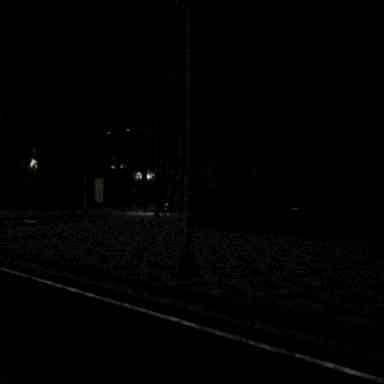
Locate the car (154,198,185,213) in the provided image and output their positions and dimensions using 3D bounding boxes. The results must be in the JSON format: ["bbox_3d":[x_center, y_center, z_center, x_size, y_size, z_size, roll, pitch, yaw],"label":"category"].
[{"bbox_3d":[-2.355,1.430,38.587,2.097,1.767,4.553,0,0,36],"label":"car"}]
